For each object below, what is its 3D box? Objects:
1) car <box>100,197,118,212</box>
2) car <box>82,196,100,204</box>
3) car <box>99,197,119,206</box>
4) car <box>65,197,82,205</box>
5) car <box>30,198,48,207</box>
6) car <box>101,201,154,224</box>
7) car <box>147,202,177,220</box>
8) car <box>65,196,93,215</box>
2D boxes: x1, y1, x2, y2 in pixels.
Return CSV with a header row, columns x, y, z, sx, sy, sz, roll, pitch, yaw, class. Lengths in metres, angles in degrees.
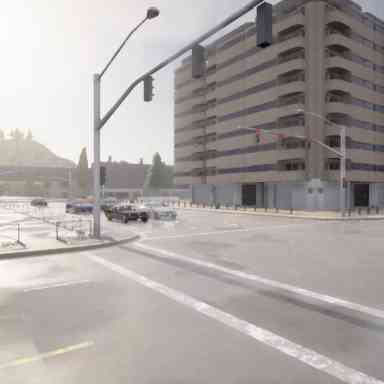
x,y,z,sx,sy,sz,roll,pitch,yaw,class
-9.067,1.560,37.313,1.837,1.490,4.892,0,0,-35,car
-19.709,1.533,64.778,1.882,1.535,5.008,0,0,-35,car
-14.309,1.581,57.155,1.812,1.442,4.674,0,0,-35,car
-22.117,1.619,62.122,1.994,1.385,4.181,0,0,-35,car
-24.321,1.656,52.941,1.895,1.301,4.718,0,0,-35,car
-5.051,1.656,25.590,1.895,1.301,4.718,0,0,-35,car
-3.105,1.581,28.925,1.812,1.442,4.674,0,0,-35,car
-11.997,1.533,35.394,1.882,1.535,5.008,0,0,-35,car
